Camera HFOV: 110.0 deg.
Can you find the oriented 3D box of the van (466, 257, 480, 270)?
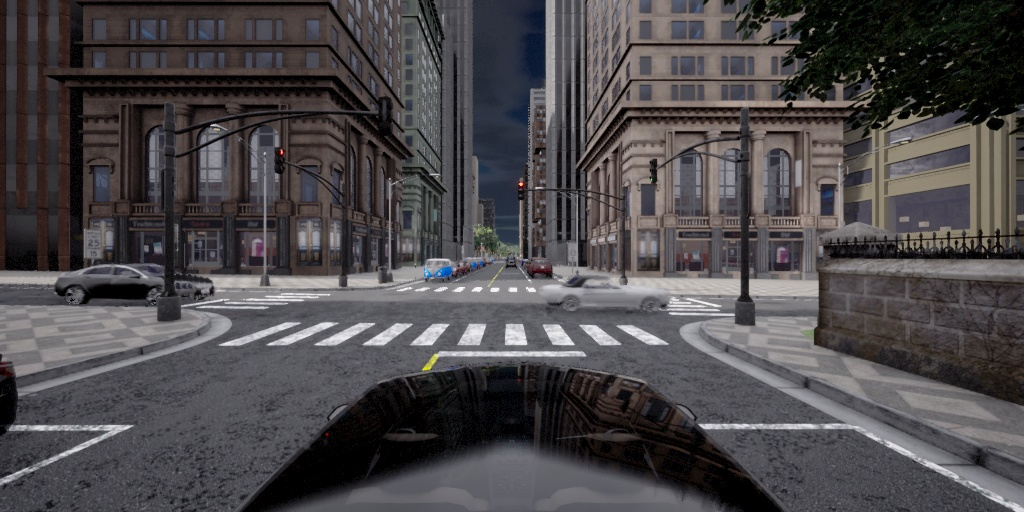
[{"bbox_3d":[-5.890,1.134,50.152,1.690,1.789,3.998,0,0,0],"label":"van"}]

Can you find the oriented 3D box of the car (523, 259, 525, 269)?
[{"bbox_3d":[2.664,1.092,39.301,2.192,1.841,5.009,0,0,0],"label":"car"}]

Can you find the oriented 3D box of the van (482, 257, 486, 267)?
[{"bbox_3d":[-5.919,1.151,61.035,1.690,1.789,3.998,0,0,0],"label":"van"}]

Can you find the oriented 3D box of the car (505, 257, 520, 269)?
[{"bbox_3d":[-0.099,1.312,59.048,1.837,1.490,4.892,0,0,1],"label":"car"}]

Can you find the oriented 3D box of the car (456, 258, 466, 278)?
[{"bbox_3d":[-5.847,1.210,33.829,1.967,1.591,4.097,0,0,0],"label":"car"}]

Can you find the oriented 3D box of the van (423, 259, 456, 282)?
[{"bbox_3d":[-5.832,1.105,28.388,1.690,1.789,3.998,0,0,0],"label":"van"}]

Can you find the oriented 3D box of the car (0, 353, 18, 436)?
[{"bbox_3d":[-5.762,1.316,1.731,1.948,1.339,4.313,0,0,0],"label":"car"}]

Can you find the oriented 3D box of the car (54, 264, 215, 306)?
[{"bbox_3d":[-14.217,1.047,13.712,4.902,1.511,2.128,1,0,-1],"label":"car"}]

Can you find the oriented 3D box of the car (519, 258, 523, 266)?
[{"bbox_3d":[2.621,1.352,55.623,2.007,1.370,4.403,0,0,0],"label":"car"}]

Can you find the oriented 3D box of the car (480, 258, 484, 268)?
[{"bbox_3d":[-5.904,1.347,55.593,1.888,1.381,4.507,0,0,0],"label":"car"}]

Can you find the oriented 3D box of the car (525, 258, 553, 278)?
[{"bbox_3d":[2.679,1.085,33.860,2.192,1.841,5.009,0,0,0],"label":"car"}]

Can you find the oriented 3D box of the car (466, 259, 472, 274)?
[{"bbox_3d":[-5.861,1.322,39.269,1.888,1.381,4.507,0,0,0],"label":"car"}]

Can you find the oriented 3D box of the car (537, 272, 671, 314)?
[{"bbox_3d":[3.470,1.435,13.780,4.718,1.301,1.895,1,0,0],"label":"car"}]

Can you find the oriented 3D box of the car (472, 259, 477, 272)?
[{"bbox_3d":[-5.876,1.351,44.710,1.948,1.339,4.313,0,0,0],"label":"car"}]
